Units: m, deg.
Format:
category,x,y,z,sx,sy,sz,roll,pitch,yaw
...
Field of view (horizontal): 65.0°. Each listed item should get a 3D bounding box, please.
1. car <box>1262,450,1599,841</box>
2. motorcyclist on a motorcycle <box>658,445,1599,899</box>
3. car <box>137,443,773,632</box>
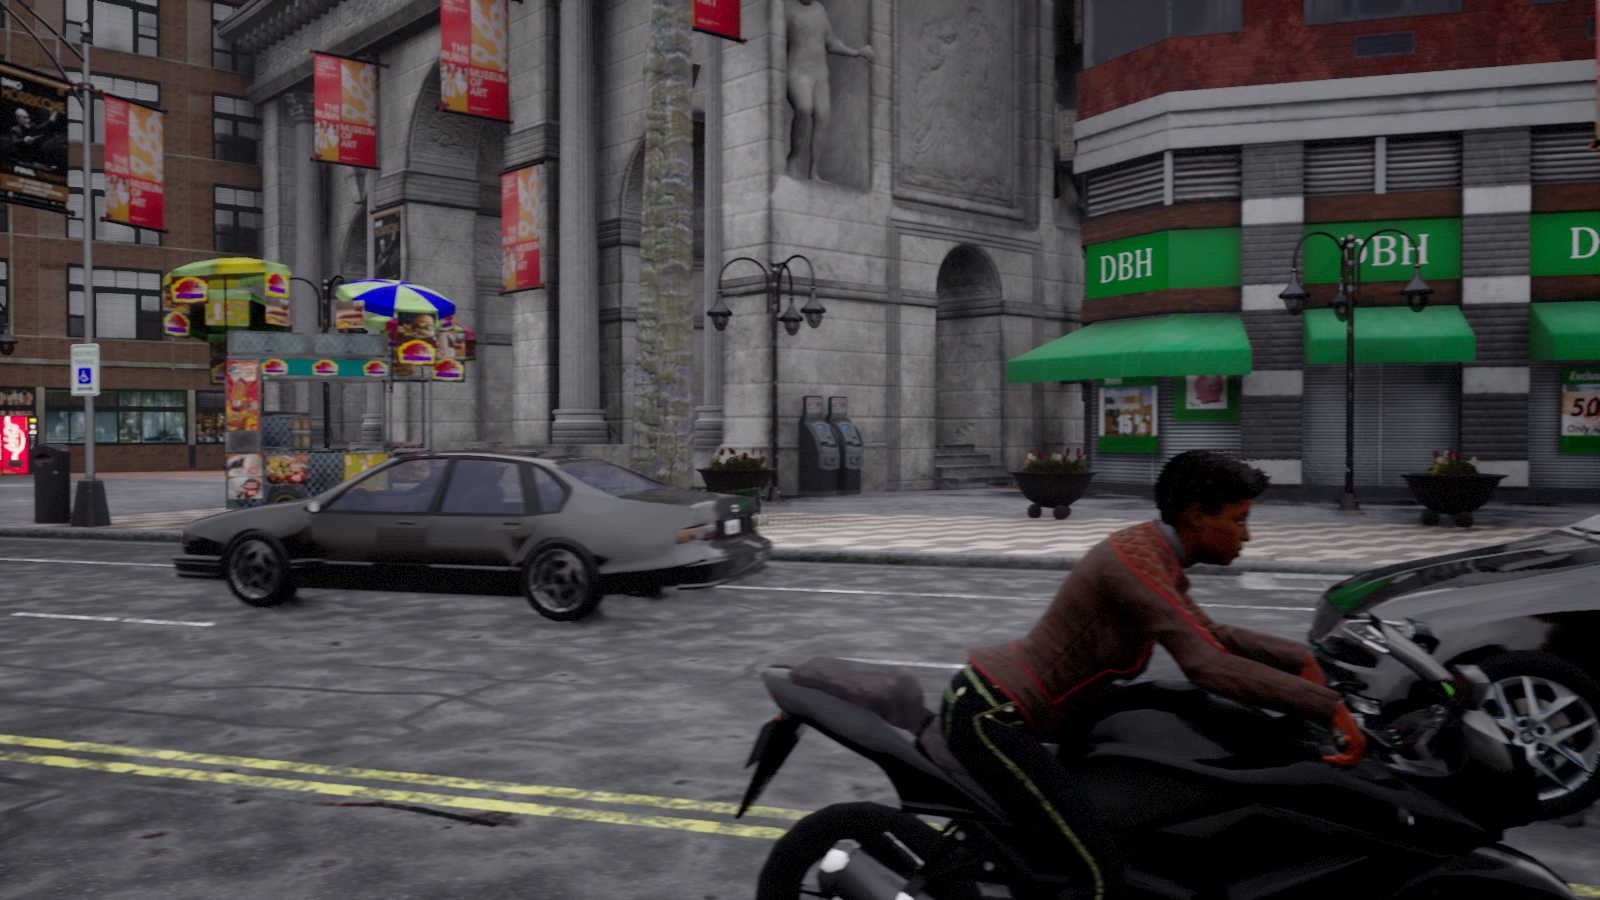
category,x,y,z,sx,sy,sz,roll,pitch,yaw
car,4.271,0.774,5.426,4.193,1.474,1.816,1,1,18
motorcyclist on a motorcycle,0.766,0.763,2.994,2.044,1.523,0.797,1,1,18
car,-3.117,0.669,11.501,5.357,1.411,2.033,1,1,17
